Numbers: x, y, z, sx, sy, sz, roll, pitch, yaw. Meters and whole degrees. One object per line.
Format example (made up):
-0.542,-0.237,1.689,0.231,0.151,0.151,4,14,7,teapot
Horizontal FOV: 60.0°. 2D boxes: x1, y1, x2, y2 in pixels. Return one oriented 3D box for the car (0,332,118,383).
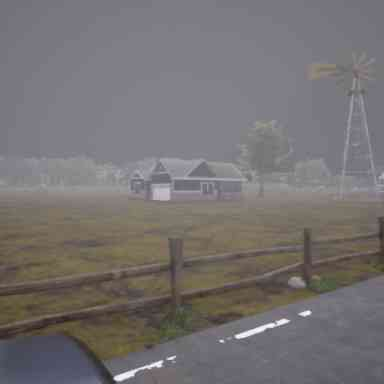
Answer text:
-2.769,1.548,1.090,5.357,1.411,2.033,0,0,-35,car
